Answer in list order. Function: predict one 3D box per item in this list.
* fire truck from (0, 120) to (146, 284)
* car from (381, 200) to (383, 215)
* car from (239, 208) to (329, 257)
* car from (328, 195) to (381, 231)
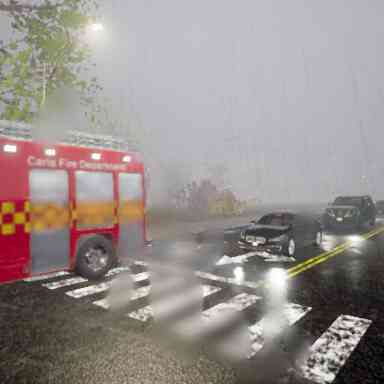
[{"bbox_3d":[-5.050,0.350,7.497,2.891,3.827,8.468,0,0,40],"label":"fire truck"},{"bbox_3d":[18.334,1.515,31.565,1.882,1.535,5.008,0,0,39],"label":"car"},{"bbox_3d":[3.652,1.517,13.188,1.837,1.490,4.892,0,0,39],"label":"car"},{"bbox_3d":[10.327,1.245,21.555,2.150,2.045,5.566,0,0,39],"label":"car"}]
